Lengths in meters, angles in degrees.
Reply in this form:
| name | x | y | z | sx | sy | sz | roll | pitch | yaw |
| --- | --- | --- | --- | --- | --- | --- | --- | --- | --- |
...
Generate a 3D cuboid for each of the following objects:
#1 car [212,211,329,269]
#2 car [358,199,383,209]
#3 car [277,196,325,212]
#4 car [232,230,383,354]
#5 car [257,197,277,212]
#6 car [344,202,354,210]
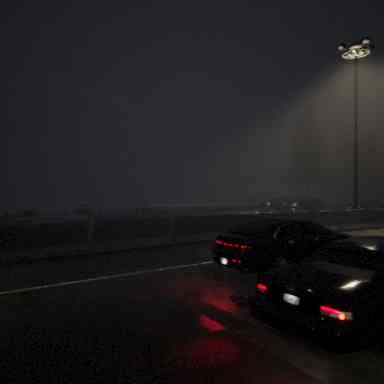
| name | x | y | z | sx | sy | sz | roll | pitch | yaw |
| --- | --- | --- | --- | --- | --- | --- | --- | --- | --- |
| car | 2.856 | 1.488 | 9.674 | 4.892 | 1.490 | 1.837 | 0 | 0 | -32 |
| car | 17.190 | 1.556 | 29.501 | 4.718 | 1.301 | 1.895 | 0 | 0 | -24 |
| car | 11.578 | 1.294 | 34.567 | 4.553 | 1.767 | 2.097 | 0 | 0 | -25 |
| car | 3.493 | 1.538 | 5.983 | 5.357 | 1.411 | 2.033 | 0 | 0 | -33 |
| car | 9.602 | 1.288 | 37.508 | 4.553 | 1.767 | 2.097 | 0 | 0 | -25 |
| car | 17.588 | 1.439 | 33.473 | 4.902 | 1.511 | 2.128 | 0 | 0 | -23 |
